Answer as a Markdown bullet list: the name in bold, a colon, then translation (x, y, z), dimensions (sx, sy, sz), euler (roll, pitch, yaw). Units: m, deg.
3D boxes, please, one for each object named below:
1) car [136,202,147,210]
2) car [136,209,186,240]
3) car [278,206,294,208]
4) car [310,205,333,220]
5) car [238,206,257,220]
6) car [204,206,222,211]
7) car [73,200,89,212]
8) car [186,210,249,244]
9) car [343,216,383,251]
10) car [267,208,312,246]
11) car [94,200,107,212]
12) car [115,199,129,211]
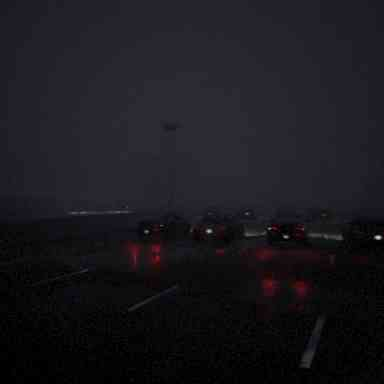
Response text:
- **car**: translation (-9.037, 2.619, 59.741), dimensions (1.812, 1.442, 4.674), euler (0, -1, -11)
- **car**: translation (-1.557, 1.874, 19.395), dimensions (1.812, 1.442, 4.674), euler (-1, -1, 20)
- **car**: translation (8.661, 2.007, 30.705), dimensions (2.033, 1.411, 5.357), euler (-1, -1, 9)
- **car**: translation (12.509, 1.990, 32.827), dimensions (1.812, 1.442, 4.674), euler (-1, -1, 9)
- **car**: translation (5.564, 2.099, 33.651), dimensions (1.994, 1.385, 4.181), euler (-1, -1, 9)
- **car**: translation (2.152, 2.140, 34.473), dimensions (1.994, 1.385, 4.181), euler (-1, -1, 9)
- **car**: translation (-19.492, 2.382, 58.706), dimensions (2.150, 2.045, 5.566), euler (0, -1, -12)
- **car**: translation (1.517, 1.859, 17.632), dimensions (1.994, 1.385, 4.181), euler (-1, -1, 20)
- **car**: translation (7.916, 1.760, 14.789), dimensions (1.994, 1.385, 4.181), euler (-1, -1, 20)
- **car**: translation (4.869, 1.775, 16.613), dimensions (1.812, 1.442, 4.674), euler (-1, -1, 20)
- **car**: translation (-15.690, 2.583, 57.315), dimensions (1.882, 1.535, 5.008), euler (0, -1, -11)
- **car**: translation (-12.748, 2.361, 60.612), dimensions (2.150, 2.045, 5.566), euler (0, -1, -12)
